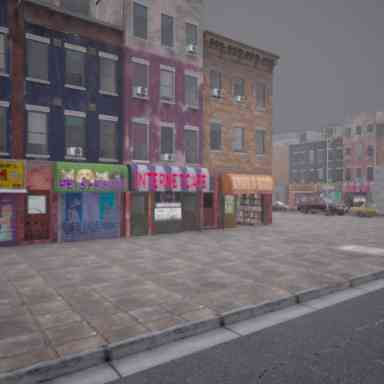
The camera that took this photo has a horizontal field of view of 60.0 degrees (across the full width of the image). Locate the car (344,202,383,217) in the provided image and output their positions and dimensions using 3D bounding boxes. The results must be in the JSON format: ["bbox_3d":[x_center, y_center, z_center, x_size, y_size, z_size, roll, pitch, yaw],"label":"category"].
[{"bbox_3d":[16.193,1.576,28.812,1.752,1.417,4.829,0,0,-35],"label":"car"}]

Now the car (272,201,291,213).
[{"bbox_3d":[9.763,1.661,37.828,1.802,1.307,4.206,0,0,-35],"label":"car"}]

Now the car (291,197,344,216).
[{"bbox_3d":[12.929,1.380,33.389,2.192,1.841,5.009,0,0,-35],"label":"car"}]

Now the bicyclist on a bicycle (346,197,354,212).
[{"bbox_3d":[17.483,1.377,36.728,1.656,1.620,0.582,0,0,-35],"label":"bicyclist on a bicycle"}]
